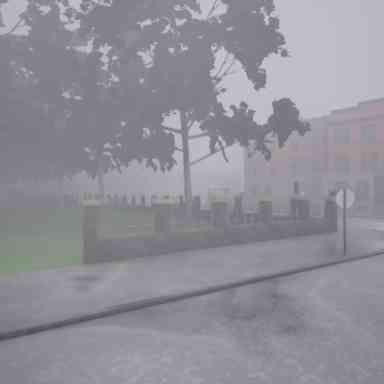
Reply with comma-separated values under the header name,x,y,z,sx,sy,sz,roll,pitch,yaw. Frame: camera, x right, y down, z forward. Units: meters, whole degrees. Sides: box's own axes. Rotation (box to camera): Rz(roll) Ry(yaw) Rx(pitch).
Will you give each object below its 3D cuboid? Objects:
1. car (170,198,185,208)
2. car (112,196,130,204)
name,x,y,z,sx,sy,sz,roll,pitch,yaw
car,-2.032,1.472,40.689,1.812,1.442,4.674,0,0,-35
car,-11.914,1.436,54.751,1.837,1.490,4.892,0,0,-35
